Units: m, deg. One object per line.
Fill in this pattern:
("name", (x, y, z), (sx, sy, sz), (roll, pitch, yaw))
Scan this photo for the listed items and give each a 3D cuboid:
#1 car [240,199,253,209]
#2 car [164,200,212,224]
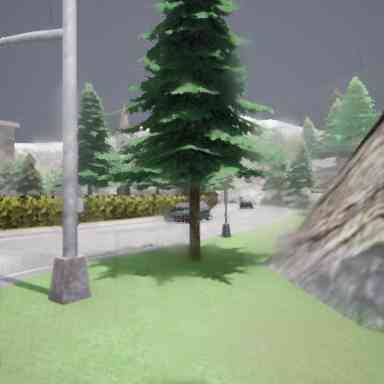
("car", (7.779, 1.719, 47.586), (1.895, 1.301, 4.718), (0, 0, 8))
("car", (-0.238, 1.436, 25.744), (2.097, 1.767, 4.553), (0, 0, 30))
